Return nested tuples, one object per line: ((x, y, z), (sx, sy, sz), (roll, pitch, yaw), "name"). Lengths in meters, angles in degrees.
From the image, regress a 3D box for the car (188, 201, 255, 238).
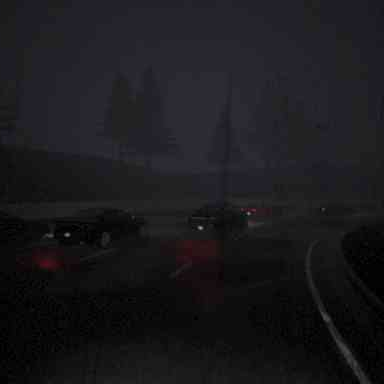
((1.493, 1.468, 17.816), (2.128, 1.511, 4.902), (0, 0, 27), "car")

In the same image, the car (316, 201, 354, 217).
((13.795, 1.591, 32.061), (4.181, 1.385, 1.994), (0, 0, -37), "car")

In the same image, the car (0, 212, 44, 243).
((-8.221, 1.471, 13.359), (2.033, 1.411, 5.357), (0, 0, 18), "car")

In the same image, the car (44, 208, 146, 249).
((-3.758, 1.427, 14.591), (1.882, 1.535, 5.008), (0, 0, 20), "car")

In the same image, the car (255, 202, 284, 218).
((6.489, 1.585, 30.500), (1.895, 1.301, 4.718), (0, 0, 45), "car")

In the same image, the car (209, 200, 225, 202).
((2.686, 1.484, 31.848), (1.812, 1.442, 4.674), (0, 0, 42), "car")
